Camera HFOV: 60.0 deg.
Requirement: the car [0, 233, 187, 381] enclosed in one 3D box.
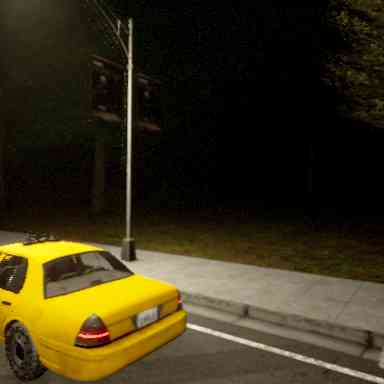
[{"bbox_3d":[-2.612,1.455,5.425,5.366,1.575,1.801,0,0,36],"label":"car"}]
